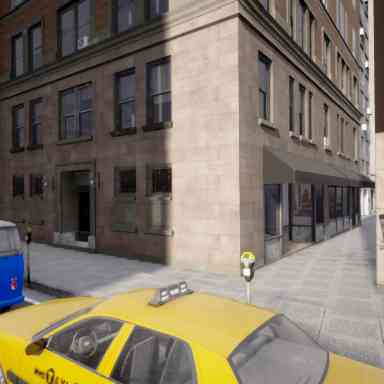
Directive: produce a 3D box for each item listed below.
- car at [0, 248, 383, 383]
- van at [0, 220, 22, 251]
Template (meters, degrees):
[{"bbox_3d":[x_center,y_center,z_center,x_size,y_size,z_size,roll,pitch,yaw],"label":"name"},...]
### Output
[{"bbox_3d":[-0.402,1.526,3.147,4.829,1.417,1.752,0,-1,36],"label":"car"},{"bbox_3d":[-4.877,1.342,6.351,3.998,1.788,1.690,0,-1,36],"label":"van"}]
